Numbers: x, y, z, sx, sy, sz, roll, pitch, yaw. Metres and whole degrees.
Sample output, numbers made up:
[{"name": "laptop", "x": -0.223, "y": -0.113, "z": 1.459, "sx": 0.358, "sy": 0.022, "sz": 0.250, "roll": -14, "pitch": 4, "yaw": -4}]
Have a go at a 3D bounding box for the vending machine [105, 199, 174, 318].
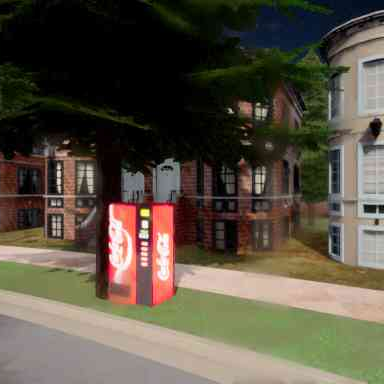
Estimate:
[{"name": "vending machine", "x": -1.018, "y": 1.195, "z": 6.631, "sx": 0.880, "sy": 2.100, "sz": 1.100, "roll": 0, "pitch": 0, "yaw": 30}]
